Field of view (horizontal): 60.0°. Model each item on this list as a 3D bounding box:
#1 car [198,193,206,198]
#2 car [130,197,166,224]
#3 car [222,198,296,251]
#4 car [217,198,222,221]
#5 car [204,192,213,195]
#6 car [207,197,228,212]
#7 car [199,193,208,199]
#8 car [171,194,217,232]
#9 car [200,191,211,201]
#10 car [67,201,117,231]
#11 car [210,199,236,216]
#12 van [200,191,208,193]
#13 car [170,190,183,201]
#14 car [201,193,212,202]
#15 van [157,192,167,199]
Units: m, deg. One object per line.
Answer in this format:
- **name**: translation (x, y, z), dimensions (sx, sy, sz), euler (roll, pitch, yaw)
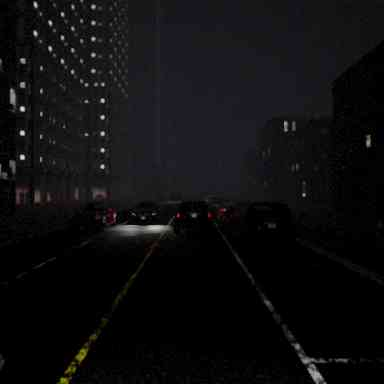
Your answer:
- **car**: translation (2.708, 0.859, 90.166), dimensions (1.947, 1.339, 4.313), euler (1, 0, 0)
- **car**: translation (-3.098, 1.354, 23.395), dimensions (1.812, 1.442, 4.674), euler (0, 0, 0)
- **car**: translation (2.707, 1.216, 13.672), dimensions (2.192, 1.841, 5.009), euler (1, 0, 0)
- **car**: translation (2.704, 1.362, 24.766), dimensions (1.887, 1.381, 4.507), euler (1, 0, 0)
- **car**: translation (2.706, 1.173, 46.515), dimensions (1.752, 1.417, 4.829), euler (1, 0, 0)
- **car**: translation (2.704, 1.297, 35.855), dimensions (1.947, 1.339, 4.313), euler (1, 0, 0)
- **car**: translation (2.708, 0.950, 79.211), dimensions (1.947, 1.339, 4.313), euler (1, 0, 0)
- **car**: translation (0.102, 1.213, 18.960), dimensions (2.097, 1.767, 4.553), euler (0, 0, 0)
- **car**: translation (2.711, 0.790, 68.255), dimensions (2.192, 1.841, 5.009), euler (1, 0, 0)
- **car**: translation (-5.675, 1.300, 19.215), dimensions (1.967, 1.590, 4.097), euler (1, 0, 0)
- **car**: translation (2.704, 1.340, 30.311), dimensions (1.947, 1.339, 4.313), euler (1, 0, 0)
- **van**: translation (2.710, 0.904, 57.300), dimensions (1.690, 1.788, 3.998), euler (1, 0, 0)
- **car**: translation (-3.006, 0.731, 64.484), dimensions (2.150, 2.045, 5.566), euler (0, 1, 0)
- **car**: translation (2.708, 0.959, 62.778), dimensions (1.967, 1.590, 4.097), euler (1, 0, 0)
- **van**: translation (-5.670, 0.860, 62.775), dimensions (1.690, 1.788, 3.998), euler (1, 0, 0)
